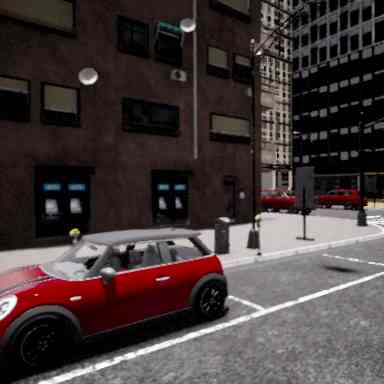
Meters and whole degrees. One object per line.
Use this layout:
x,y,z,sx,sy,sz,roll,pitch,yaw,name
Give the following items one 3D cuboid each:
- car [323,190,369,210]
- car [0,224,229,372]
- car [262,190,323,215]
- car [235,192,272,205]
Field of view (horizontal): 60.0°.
14.029,0.699,31.581,2.192,1.841,5.009,1,1,-36,car
-1.392,1.418,5.584,4.097,1.590,1.967,-1,1,-36,car
7.324,0.772,26.557,2.192,1.841,5.009,1,1,-36,car
7.436,0.744,40.509,1.947,1.339,4.313,1,1,-36,car
